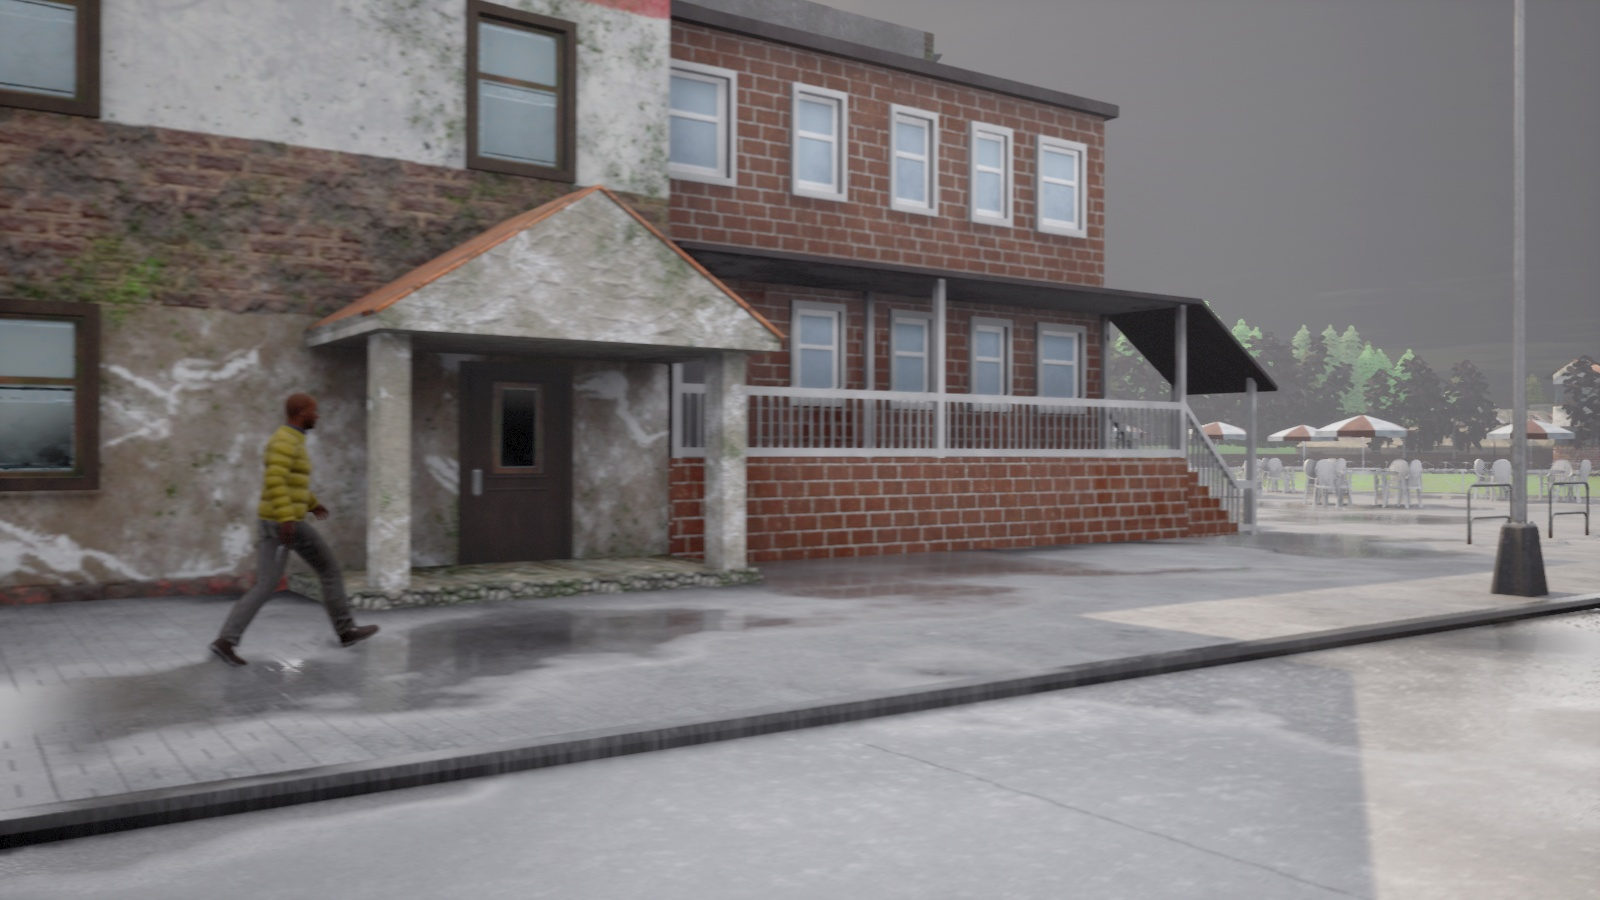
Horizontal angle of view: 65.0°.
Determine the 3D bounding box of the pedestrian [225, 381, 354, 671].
[{"bbox_3d":[-3.380,0.482,8.317,0.726,1.835,0.370,0,0,-34],"label":"pedestrian"}]
